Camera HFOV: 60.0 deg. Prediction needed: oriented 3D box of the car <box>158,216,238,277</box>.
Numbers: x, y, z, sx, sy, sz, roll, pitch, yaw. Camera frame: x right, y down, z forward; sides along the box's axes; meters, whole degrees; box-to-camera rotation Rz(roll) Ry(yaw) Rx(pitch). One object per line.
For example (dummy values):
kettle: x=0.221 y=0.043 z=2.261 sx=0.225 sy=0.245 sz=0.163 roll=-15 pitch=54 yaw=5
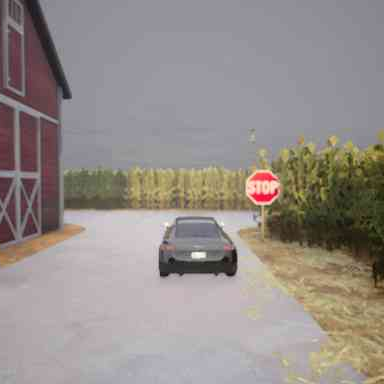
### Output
car: x=0.092 y=1.380 z=9.656 sx=1.994 sy=1.385 sz=4.181 roll=0 pitch=1 yaw=-2
